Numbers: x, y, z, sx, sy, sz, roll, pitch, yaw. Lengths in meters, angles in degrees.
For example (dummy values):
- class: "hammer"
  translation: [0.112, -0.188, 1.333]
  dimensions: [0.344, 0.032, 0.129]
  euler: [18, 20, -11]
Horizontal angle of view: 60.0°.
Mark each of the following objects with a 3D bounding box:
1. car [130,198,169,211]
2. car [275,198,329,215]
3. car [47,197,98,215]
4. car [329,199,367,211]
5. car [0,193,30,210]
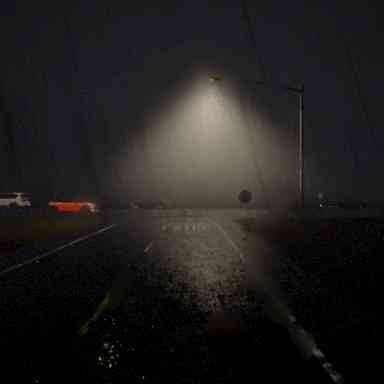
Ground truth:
- class: "car"
  translation: [-5.085, 1.487, 39.966]
  dimensions: [4.674, 1.442, 1.812]
  euler: [0, 0, -1]
- class: "car"
  translation: [10.763, 1.375, 33.359]
  dimensions: [4.553, 1.767, 2.097]
  euler: [0, 0, -2]
- class: "car"
  translation: [-11.667, 1.289, 32.790]
  dimensions: [4.553, 1.767, 2.097]
  euler: [0, 0, -2]
- class: "car"
  translation: [18.759, 1.596, 40.607]
  dimensions: [4.892, 1.490, 1.837]
  euler: [-1, 0, -2]
- class: "car"
  translation: [-22.231, 1.094, 39.475]
  dimensions: [5.566, 2.045, 2.150]
  euler: [0, 0, -2]
